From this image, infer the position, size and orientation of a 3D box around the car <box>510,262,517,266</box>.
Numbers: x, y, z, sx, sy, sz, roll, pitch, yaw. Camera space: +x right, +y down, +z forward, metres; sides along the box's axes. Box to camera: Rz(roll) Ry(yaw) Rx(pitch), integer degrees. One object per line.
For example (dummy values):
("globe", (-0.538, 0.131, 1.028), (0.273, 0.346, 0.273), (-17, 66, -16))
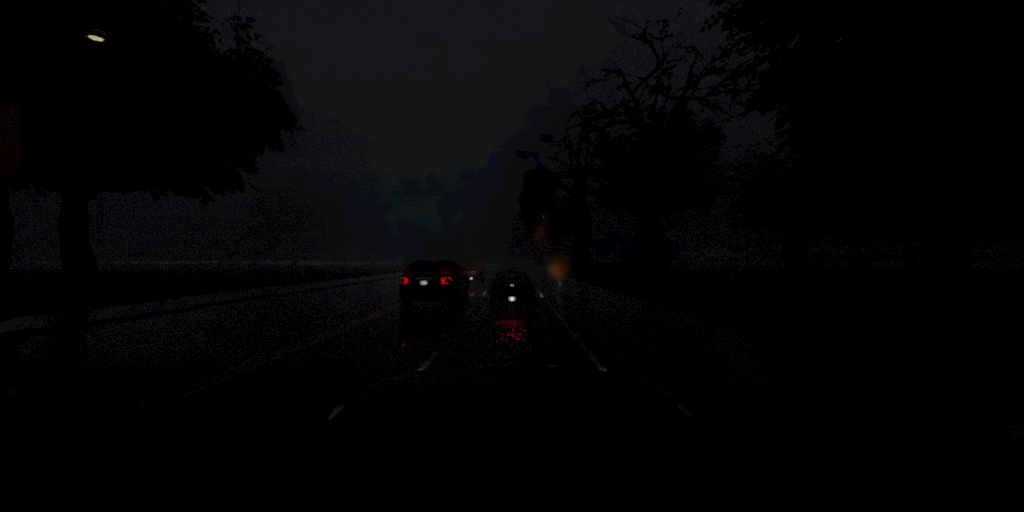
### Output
("car", (0.013, 1.543, 31.154), (1.837, 1.490, 4.892), (0, 0, 0))

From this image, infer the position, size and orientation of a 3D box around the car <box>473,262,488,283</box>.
("car", (-3.237, 1.544, 31.160), (1.837, 1.490, 4.892), (0, 0, 0))

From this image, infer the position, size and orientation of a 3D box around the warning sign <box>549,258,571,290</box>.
("warning sign", (2.856, 1.052, 21.336), (1.300, 1.860, 1.060), (0, 0, 0))

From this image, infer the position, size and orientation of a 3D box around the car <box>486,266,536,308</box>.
("car", (0.008, 1.394, 16.158), (1.837, 1.490, 4.892), (0, 0, 0))

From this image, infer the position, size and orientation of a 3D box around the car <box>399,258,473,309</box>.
("car", (-3.244, 1.101, 15.874), (2.150, 2.045, 5.566), (0, 0, 0))
